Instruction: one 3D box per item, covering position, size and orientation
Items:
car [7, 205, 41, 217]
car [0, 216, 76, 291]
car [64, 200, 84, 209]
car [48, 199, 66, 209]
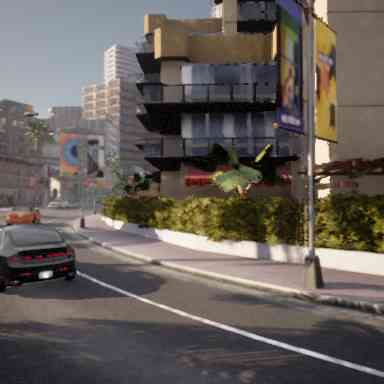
[{"bbox_3d":[-14.340,1.924,28.593,2.097,1.767,4.553,0,-1,-18],"label":"car"},{"bbox_3d":[-4.902,1.703,9.697,1.837,1.490,4.892,0,-1,-38],"label":"car"},{"bbox_3d":[-23.979,2.864,68.475,1.895,1.301,4.718,0,-1,2],"label":"car"},{"bbox_3d":[-27.479,2.512,68.578,2.150,2.045,5.566,0,-1,2],"label":"car"}]
